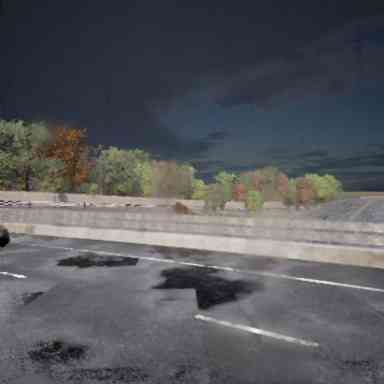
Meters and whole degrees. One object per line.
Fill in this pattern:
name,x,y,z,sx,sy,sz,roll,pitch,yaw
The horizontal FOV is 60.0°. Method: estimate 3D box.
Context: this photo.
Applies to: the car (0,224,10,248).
car,-9.413,1.588,13.502,4.181,1.385,1.994,0,0,28
